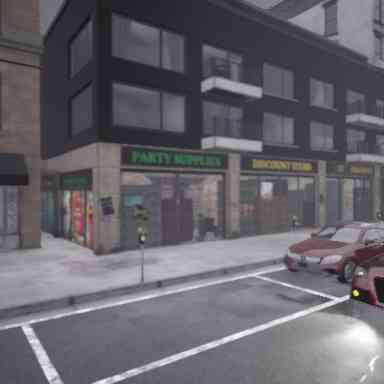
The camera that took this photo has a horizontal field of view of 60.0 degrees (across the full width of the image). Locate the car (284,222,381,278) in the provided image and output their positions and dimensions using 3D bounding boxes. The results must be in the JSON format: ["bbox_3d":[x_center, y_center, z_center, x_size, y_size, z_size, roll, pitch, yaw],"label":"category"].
[{"bbox_3d":[4.406,1.528,9.325,4.206,1.307,1.802,0,0,-35],"label":"car"}]

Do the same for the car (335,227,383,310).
[{"bbox_3d":[5.010,1.516,6.632,4.181,1.385,1.994,0,0,-36],"label":"car"}]
